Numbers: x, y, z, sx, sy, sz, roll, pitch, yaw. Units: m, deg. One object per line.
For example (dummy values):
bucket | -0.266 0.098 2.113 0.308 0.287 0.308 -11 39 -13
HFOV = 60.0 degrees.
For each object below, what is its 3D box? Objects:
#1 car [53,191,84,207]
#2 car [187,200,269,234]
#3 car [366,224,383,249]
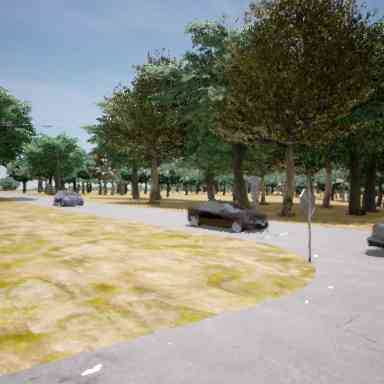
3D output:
car | -13.445 0.654 36.154 2.097 1.767 4.553 -1 1 -38
car | 1.806 1.240 18.039 1.882 1.535 5.008 -1 2 -42
car | 8.549 1.525 10.414 5.357 1.411 2.033 2 2 42
